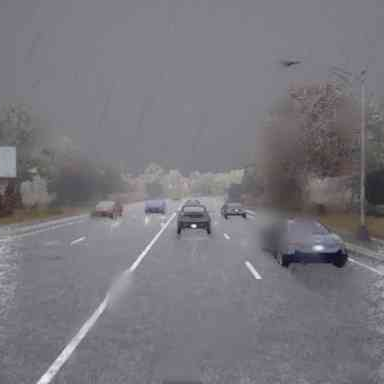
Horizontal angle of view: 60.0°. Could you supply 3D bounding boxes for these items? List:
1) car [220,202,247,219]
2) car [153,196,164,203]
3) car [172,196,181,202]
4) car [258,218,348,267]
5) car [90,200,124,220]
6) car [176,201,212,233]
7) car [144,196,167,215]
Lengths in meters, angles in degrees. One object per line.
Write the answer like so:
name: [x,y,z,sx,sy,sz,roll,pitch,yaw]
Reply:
car: [3.592,1.544,29.393,2.033,1.411,5.357,0,0,0]
car: [-6.993,1.582,69.604,1.895,1.301,4.718,0,0,0]
car: [-3.445,1.557,74.281,1.895,1.301,4.718,0,0,1]
car: [3.596,1.563,11.473,1.994,1.385,4.181,0,0,0]
car: [-7.104,1.473,28.105,1.882,1.535,5.008,0,0,0]
car: [0.097,1.502,19.610,1.837,1.490,4.892,0,0,0]
car: [-3.602,1.472,33.613,1.882,1.535,5.008,0,0,0]
